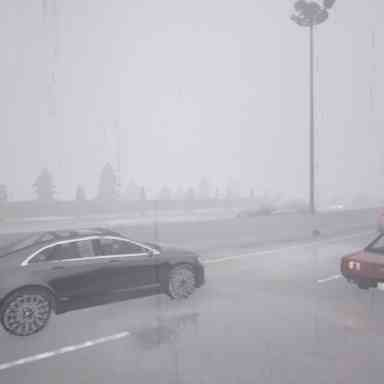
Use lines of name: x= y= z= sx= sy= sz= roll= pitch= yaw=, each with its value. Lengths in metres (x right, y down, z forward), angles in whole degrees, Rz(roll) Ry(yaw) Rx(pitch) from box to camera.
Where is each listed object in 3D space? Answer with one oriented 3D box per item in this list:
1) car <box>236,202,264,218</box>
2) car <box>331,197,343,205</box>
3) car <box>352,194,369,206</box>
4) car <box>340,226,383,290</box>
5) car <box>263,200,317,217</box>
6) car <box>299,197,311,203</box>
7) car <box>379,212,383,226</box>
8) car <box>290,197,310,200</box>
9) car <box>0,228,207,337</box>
car: x=5.449 y=1.550 z=26.834 sx=1.812 sy=1.442 sz=4.674 roll=0 pitch=0 yaw=44
car: x=26.865 y=1.720 z=61.747 sx=2.128 sy=1.511 sz=4.902 roll=0 pitch=0 yaw=19
car: x=29.263 y=1.405 z=57.862 sx=2.150 sy=2.045 sz=5.566 roll=0 pitch=0 yaw=20
car: x=5.591 y=1.603 z=7.976 sx=4.718 sy=1.301 sz=1.895 roll=0 pitch=0 yaw=-38
car: x=7.327 y=1.546 z=23.785 sx=1.812 sy=1.442 sz=4.674 roll=0 pitch=0 yaw=45
car: x=27.224 y=1.884 z=80.461 sx=1.812 sy=1.442 sz=4.674 roll=0 pitch=0 yaw=7
car: x=12.109 y=1.368 z=18.433 sx=4.553 sy=1.767 sz=2.097 roll=0 pitch=0 yaw=-44
car: x=12.891 y=1.558 z=41.386 sx=1.882 sy=1.535 sz=5.008 roll=0 pitch=0 yaw=34
car: x=-1.929 y=1.492 z=6.681 sx=4.902 sy=1.511 sz=2.128 roll=0 pitch=0 yaw=-36
